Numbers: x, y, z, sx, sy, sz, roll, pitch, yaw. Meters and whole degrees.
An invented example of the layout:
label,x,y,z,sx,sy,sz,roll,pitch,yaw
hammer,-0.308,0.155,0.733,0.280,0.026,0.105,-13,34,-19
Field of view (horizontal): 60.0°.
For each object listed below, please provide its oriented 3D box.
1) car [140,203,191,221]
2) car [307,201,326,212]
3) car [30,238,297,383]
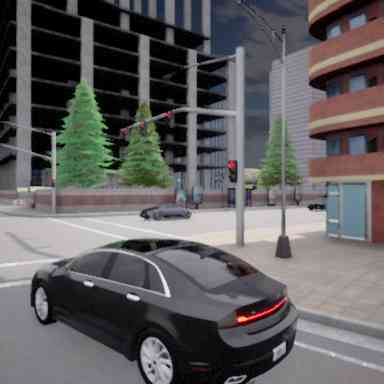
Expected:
label,x,y,z,sx,sy,sz,roll,pitch,yaw
car,-2.117,1.593,27.182,4.181,1.385,1.994,0,0,-35
car,15.876,1.636,39.766,4.718,1.301,1.895,0,0,-35
car,-0.838,1.499,5.290,4.892,1.490,1.837,0,0,42
